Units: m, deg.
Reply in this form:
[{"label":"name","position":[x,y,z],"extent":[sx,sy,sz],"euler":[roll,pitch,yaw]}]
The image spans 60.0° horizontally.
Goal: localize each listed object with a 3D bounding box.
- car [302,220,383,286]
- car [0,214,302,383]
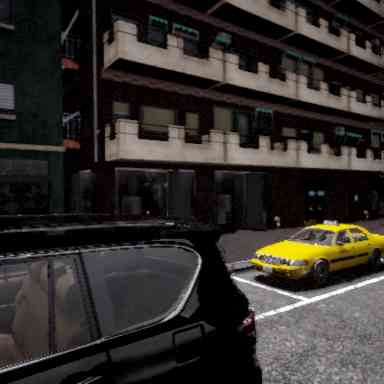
[{"label":"car","position":[3.770,1.512,9.367],"extent":[4.829,1.417,1.752],"euler":[0,-1,-36]},{"label":"car","position":[-2.024,1.227,1.931],"extent":[5.566,2.045,2.150],"euler":[0,0,-36]}]
